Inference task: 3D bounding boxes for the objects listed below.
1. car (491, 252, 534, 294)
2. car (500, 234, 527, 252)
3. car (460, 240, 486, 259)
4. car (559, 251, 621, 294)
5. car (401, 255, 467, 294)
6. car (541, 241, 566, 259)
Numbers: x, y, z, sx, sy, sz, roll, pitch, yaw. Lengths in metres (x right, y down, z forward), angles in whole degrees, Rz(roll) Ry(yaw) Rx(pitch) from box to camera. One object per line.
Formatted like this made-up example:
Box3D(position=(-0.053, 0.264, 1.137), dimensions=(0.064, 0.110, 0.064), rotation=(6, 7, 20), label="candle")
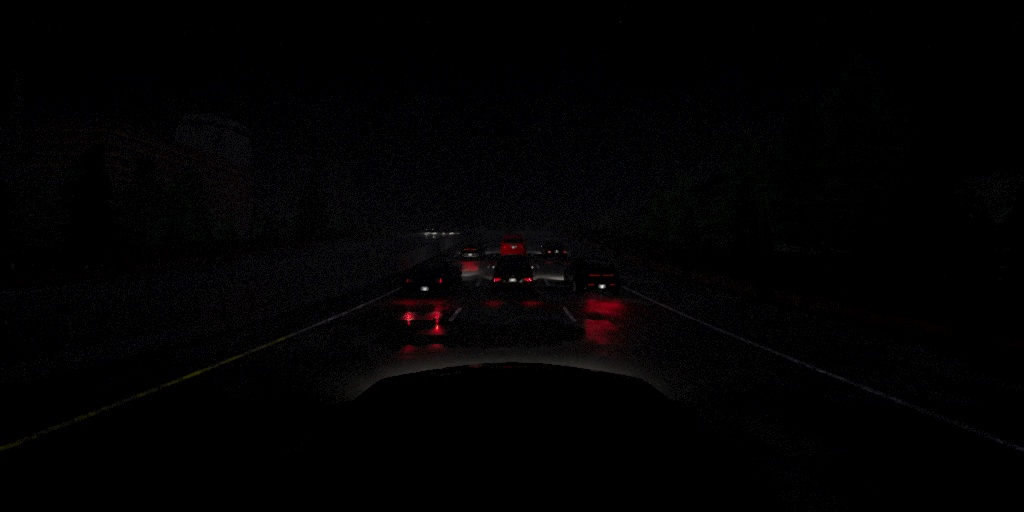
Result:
Box3D(position=(0.039, 0.823, 16.438), dimensions=(2.033, 1.411, 5.357), rotation=(0, 4, 0), label="car")
Box3D(position=(0.121, -0.891, 31.432), dimensions=(2.150, 2.045, 5.566), rotation=(0, 7, 0), label="car")
Box3D(position=(-3.379, -0.630, 31.443), dimensions=(1.837, 1.490, 4.892), rotation=(0, 7, 0), label="car")
Box3D(position=(3.539, 0.776, 16.418), dimensions=(1.837, 1.490, 4.892), rotation=(0, 4, 0), label="car")
Box3D(position=(-3.461, 0.874, 16.491), dimensions=(1.895, 1.301, 4.718), rotation=(0, 4, 0), label="car")
Box3D(position=(3.619, -0.568, 31.272), dimensions=(2.033, 1.411, 5.357), rotation=(0, 6, 0), label="car")
